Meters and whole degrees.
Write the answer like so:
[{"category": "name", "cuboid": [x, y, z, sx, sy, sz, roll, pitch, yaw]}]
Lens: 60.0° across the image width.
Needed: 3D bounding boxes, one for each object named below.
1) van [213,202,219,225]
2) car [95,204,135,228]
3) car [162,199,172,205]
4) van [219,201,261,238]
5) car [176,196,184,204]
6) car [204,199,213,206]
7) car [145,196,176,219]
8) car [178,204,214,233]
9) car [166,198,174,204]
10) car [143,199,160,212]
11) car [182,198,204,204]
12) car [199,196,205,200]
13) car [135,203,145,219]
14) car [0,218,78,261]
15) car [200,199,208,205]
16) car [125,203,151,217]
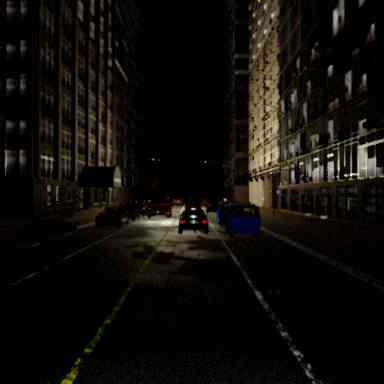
[{"category": "van", "cuboid": [2.686, 1.571, 24.197, 1.690, 1.788, 3.998, 0, -1, 0]}, {"category": "car", "cuboid": [-5.695, 1.775, 24.195, 1.887, 1.381, 4.507, 0, -1, 0]}, {"category": "car", "cuboid": [-5.701, 2.230, 75.476, 2.008, 1.369, 4.403, 0, 0, 0]}, {"category": "van", "cuboid": [2.686, 1.518, 18.498, 1.690, 1.788, 3.998, 0, -1, 0]}, {"category": "car", "cuboid": [-3.010, 1.863, 72.386, 2.150, 2.045, 5.566, 0, 0, 0]}, {"category": "car", "cuboid": [2.684, 1.949, 41.290, 1.947, 1.339, 4.313, 0, 0, 0]}, {"category": "car", "cuboid": [-3.102, 1.534, 32.964, 2.150, 2.045, 5.566, 0, -1, 0]}, {"category": "car", "cuboid": [0.099, 1.749, 21.163, 2.033, 1.411, 5.357, 0, -1, 0]}, {"category": "car", "cuboid": [-5.702, 2.315, 86.876, 1.887, 1.381, 4.507, 0, 0, 0]}, {"category": "car", "cuboid": [-5.697, 1.872, 46.989, 1.967, 1.590, 4.097, 0, 0, 0]}, {"category": "car", "cuboid": [0.096, 1.852, 40.331, 1.882, 1.535, 5.008, 0, -1, 0]}, {"category": "car", "cuboid": [2.680, 2.175, 69.779, 1.887, 1.381, 4.507, 0, 0, 0]}, {"category": "car", "cuboid": [-5.695, 1.864, 29.893, 1.802, 1.307, 4.206, 0, -1, 0]}, {"category": "car", "cuboid": [-5.693, 1.705, 12.798, 1.802, 1.307, 4.206, 0, -1, 0]}, {"category": "car", "cuboid": [2.680, 2.262, 75.476, 1.802, 1.307, 4.206, 0, 0, 0]}, {"category": "car", "cuboid": [-5.696, 1.884, 35.591, 2.008, 1.369, 4.403, 0, -1, 0]}]
